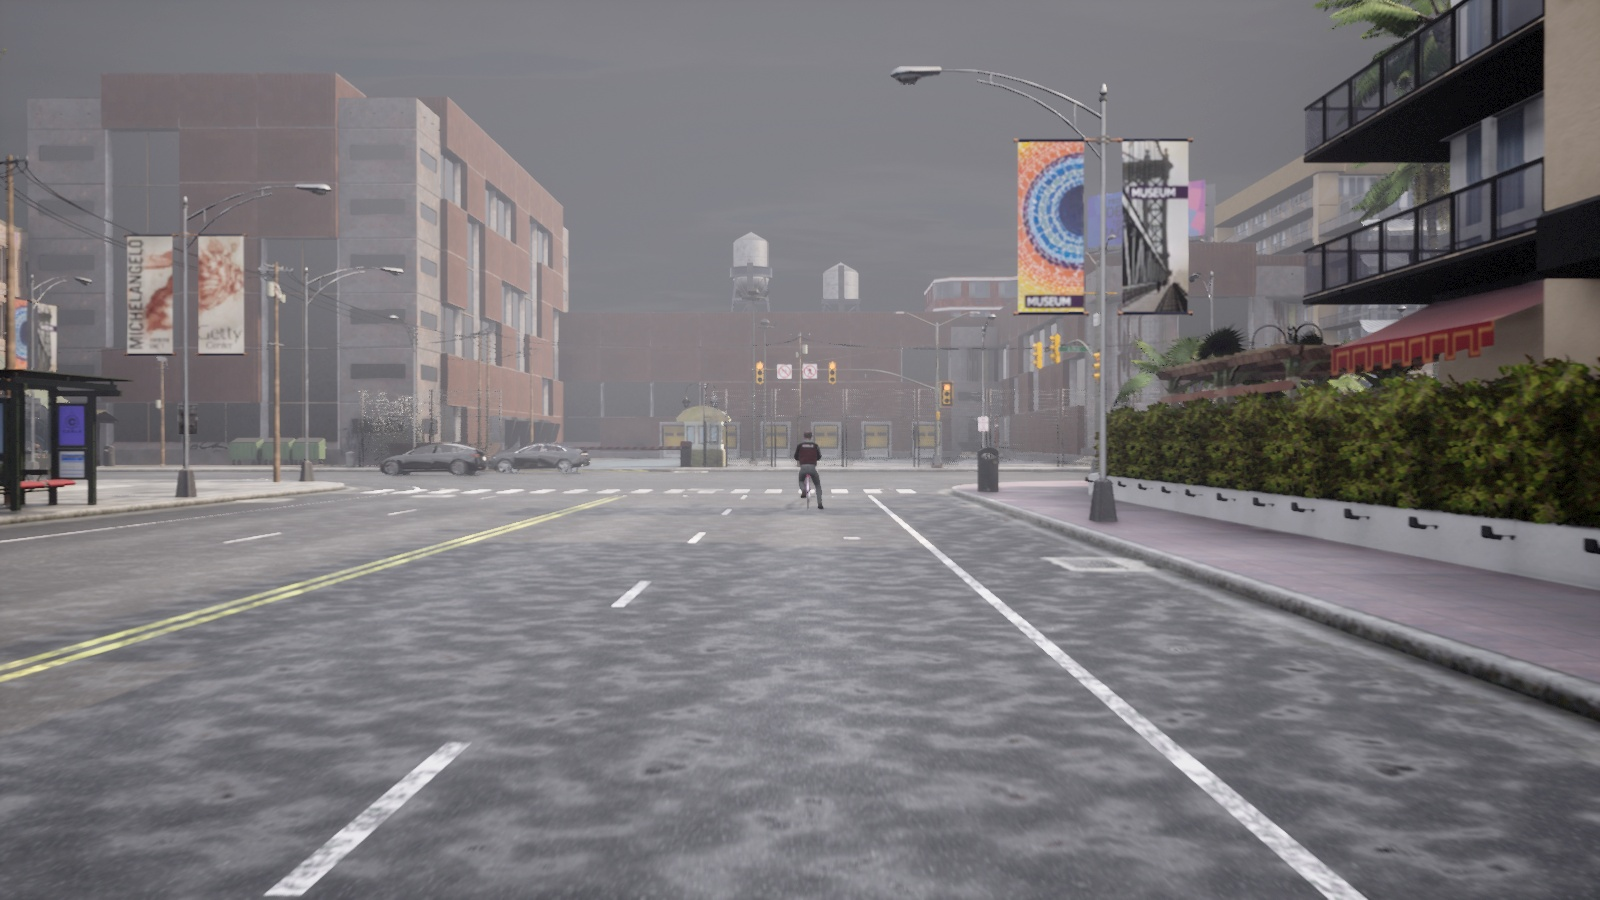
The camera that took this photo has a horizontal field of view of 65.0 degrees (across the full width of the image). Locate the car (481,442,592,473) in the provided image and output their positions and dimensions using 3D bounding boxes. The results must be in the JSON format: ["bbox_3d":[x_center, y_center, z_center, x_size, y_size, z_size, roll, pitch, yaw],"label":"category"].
[{"bbox_3d":[-12.689,0.350,60.732,4.902,1.511,2.128,0,0,1],"label":"car"}]

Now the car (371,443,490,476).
[{"bbox_3d":[-16.804,0.410,57.292,4.792,1.488,2.163,0,0,1],"label":"car"}]
